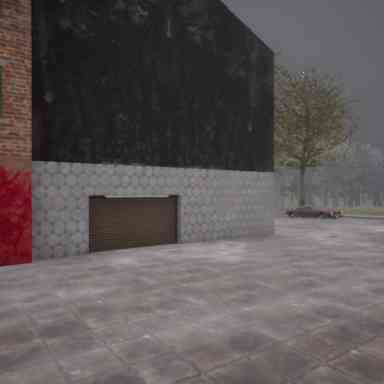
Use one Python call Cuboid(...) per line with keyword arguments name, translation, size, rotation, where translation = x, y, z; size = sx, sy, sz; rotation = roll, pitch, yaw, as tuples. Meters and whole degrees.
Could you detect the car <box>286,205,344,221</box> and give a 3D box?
Cuboid(name="car", translation=(10.837, 1.836, 29.525), size=(1.895, 1.301, 4.718), rotation=(0, -1, -35))
